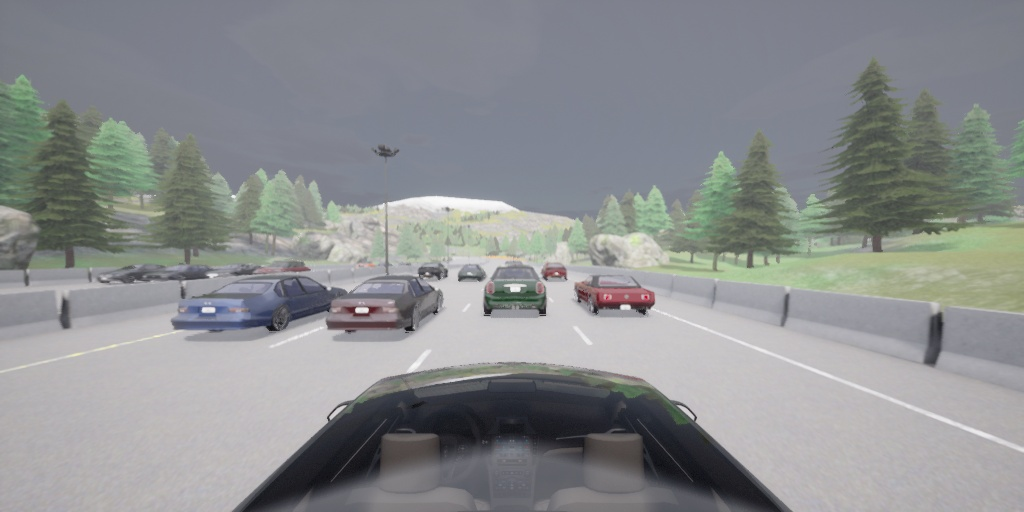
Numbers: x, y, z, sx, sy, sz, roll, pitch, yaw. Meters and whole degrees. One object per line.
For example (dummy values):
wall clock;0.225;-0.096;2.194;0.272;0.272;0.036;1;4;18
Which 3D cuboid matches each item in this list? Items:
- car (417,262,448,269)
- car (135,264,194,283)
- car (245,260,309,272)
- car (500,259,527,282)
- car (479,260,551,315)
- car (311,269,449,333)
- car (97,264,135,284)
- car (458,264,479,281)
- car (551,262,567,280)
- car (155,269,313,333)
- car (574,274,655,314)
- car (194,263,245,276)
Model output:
car;-6.866;1.298;31.645;1.882;1.535;5.008;0;-1;0
car;-24.567;1.330;27.156;2.033;1.411;5.357;0;0;0
car;-17.564;1.138;27.472;2.097;1.767;4.553;0;0;0
car;0.130;1.160;29.855;2.097;1.767;4.553;0;0;0
car;0.109;1.087;13.529;2.097;1.767;4.553;0;0;0
car;-3.394;1.280;10.639;2.033;1.411;5.357;0;0;0
car;-28.063;1.306;27.015;1.812;1.442;4.674;0;0;0
car;-3.368;1.376;30.479;1.994;1.385;4.181;0;0;0
car;3.634;1.301;31.626;1.882;1.535;5.008;0;-1;0
car;-6.894;1.279;10.659;2.033;1.411;5.357;0;0;0
car;3.611;1.338;13.576;1.895;1.301;4.718;0;0;0
car;-21.065;1.278;27.611;2.128;1.511;4.902;0;0;0
